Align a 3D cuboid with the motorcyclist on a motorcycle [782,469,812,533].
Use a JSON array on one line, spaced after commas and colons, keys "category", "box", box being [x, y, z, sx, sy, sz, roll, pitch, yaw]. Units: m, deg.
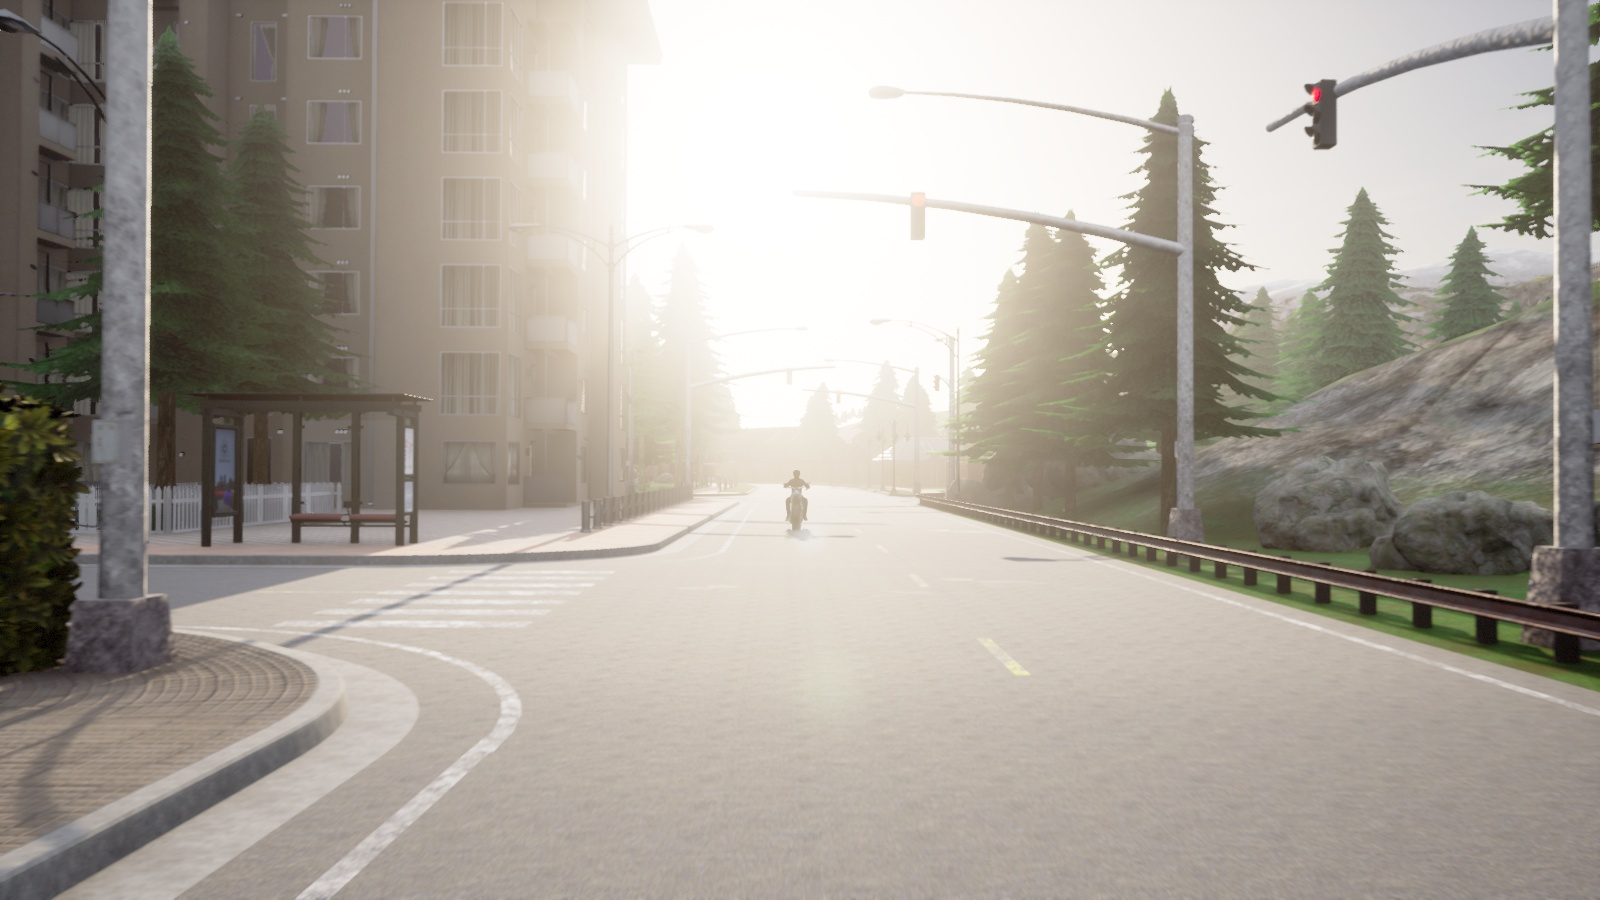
[{"category": "motorcyclist on a motorcycle", "box": [-0.080, 1.329, 33.516, 0.766, 1.649, 2.350, 0, -1, 0]}]
